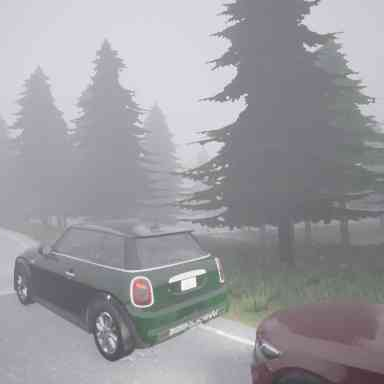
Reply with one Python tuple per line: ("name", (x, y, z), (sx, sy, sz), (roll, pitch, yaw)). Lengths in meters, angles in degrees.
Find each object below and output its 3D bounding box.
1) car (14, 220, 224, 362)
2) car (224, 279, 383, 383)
("car", (-1.577, 1.308, 6.213), (4.553, 1.767, 2.097), (1, 1, 44))
("car", (2.753, 1.531, 2.593), (4.674, 1.442, 1.812), (1, 0, 36))
